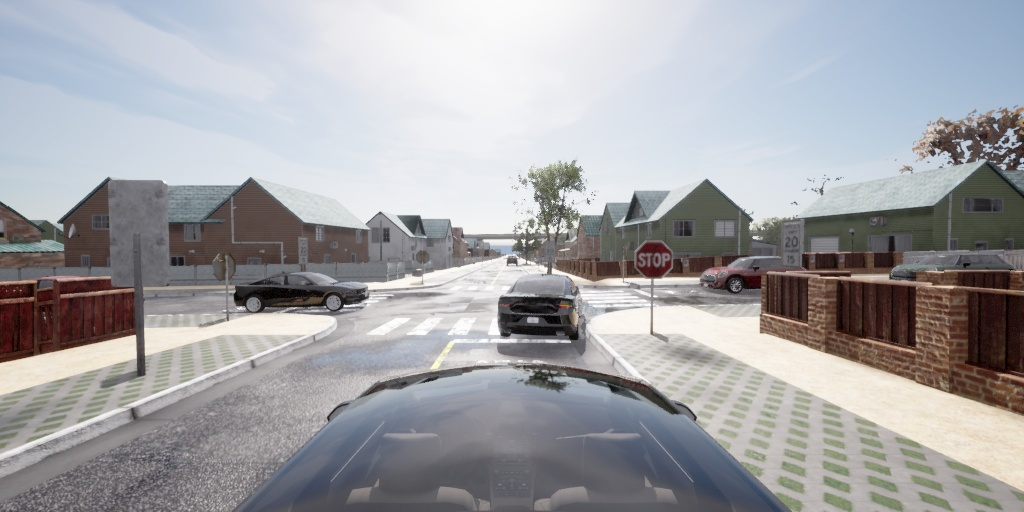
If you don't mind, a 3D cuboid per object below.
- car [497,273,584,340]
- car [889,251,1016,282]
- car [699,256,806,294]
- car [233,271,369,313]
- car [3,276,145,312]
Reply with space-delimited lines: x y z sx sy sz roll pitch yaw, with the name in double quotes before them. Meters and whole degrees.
"car" 0.961 1.224 10.107 1.882 1.535 5.008 0 0 12
"car" 21.709 0.646 17.779 4.553 1.767 2.097 -1 2 0
"car" 11.814 0.821 17.712 4.553 1.767 2.097 -1 2 0
"car" -8.463 1.377 14.638 5.008 1.535 1.882 -1 2 0
"car" -18.015 1.547 14.580 5.008 1.535 1.882 -1 2 0
